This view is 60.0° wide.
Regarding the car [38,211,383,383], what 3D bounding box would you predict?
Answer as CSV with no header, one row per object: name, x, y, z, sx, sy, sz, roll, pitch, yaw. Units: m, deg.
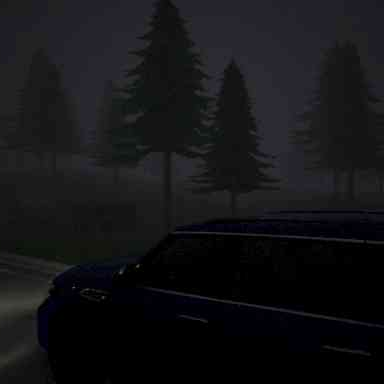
car,0.705,1.236,3.489,5.566,2.045,2.150,-1,-1,35
